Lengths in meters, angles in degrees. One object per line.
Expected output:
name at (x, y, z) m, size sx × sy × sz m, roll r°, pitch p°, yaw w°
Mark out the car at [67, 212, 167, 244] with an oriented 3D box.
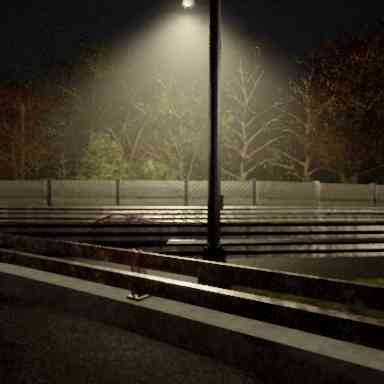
car at (-3.036, 1.520, 13.148) m, size 4.181 × 1.385 × 1.994 m, roll 0°, pitch 0°, yaw -3°
